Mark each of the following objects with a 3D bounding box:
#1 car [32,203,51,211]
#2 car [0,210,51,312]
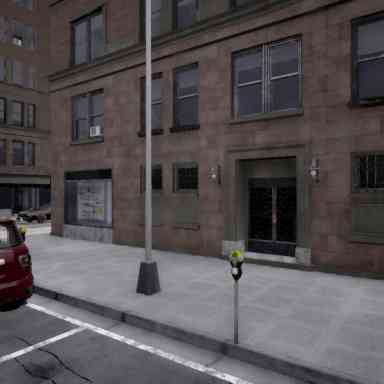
[{"bbox_3d":[-10.244,1.502,25.168,2.033,1.411,5.357,0,0,36],"label":"car"},{"bbox_3d":[-5.066,1.315,6.408,5.009,1.841,2.192,0,0,35],"label":"car"}]
